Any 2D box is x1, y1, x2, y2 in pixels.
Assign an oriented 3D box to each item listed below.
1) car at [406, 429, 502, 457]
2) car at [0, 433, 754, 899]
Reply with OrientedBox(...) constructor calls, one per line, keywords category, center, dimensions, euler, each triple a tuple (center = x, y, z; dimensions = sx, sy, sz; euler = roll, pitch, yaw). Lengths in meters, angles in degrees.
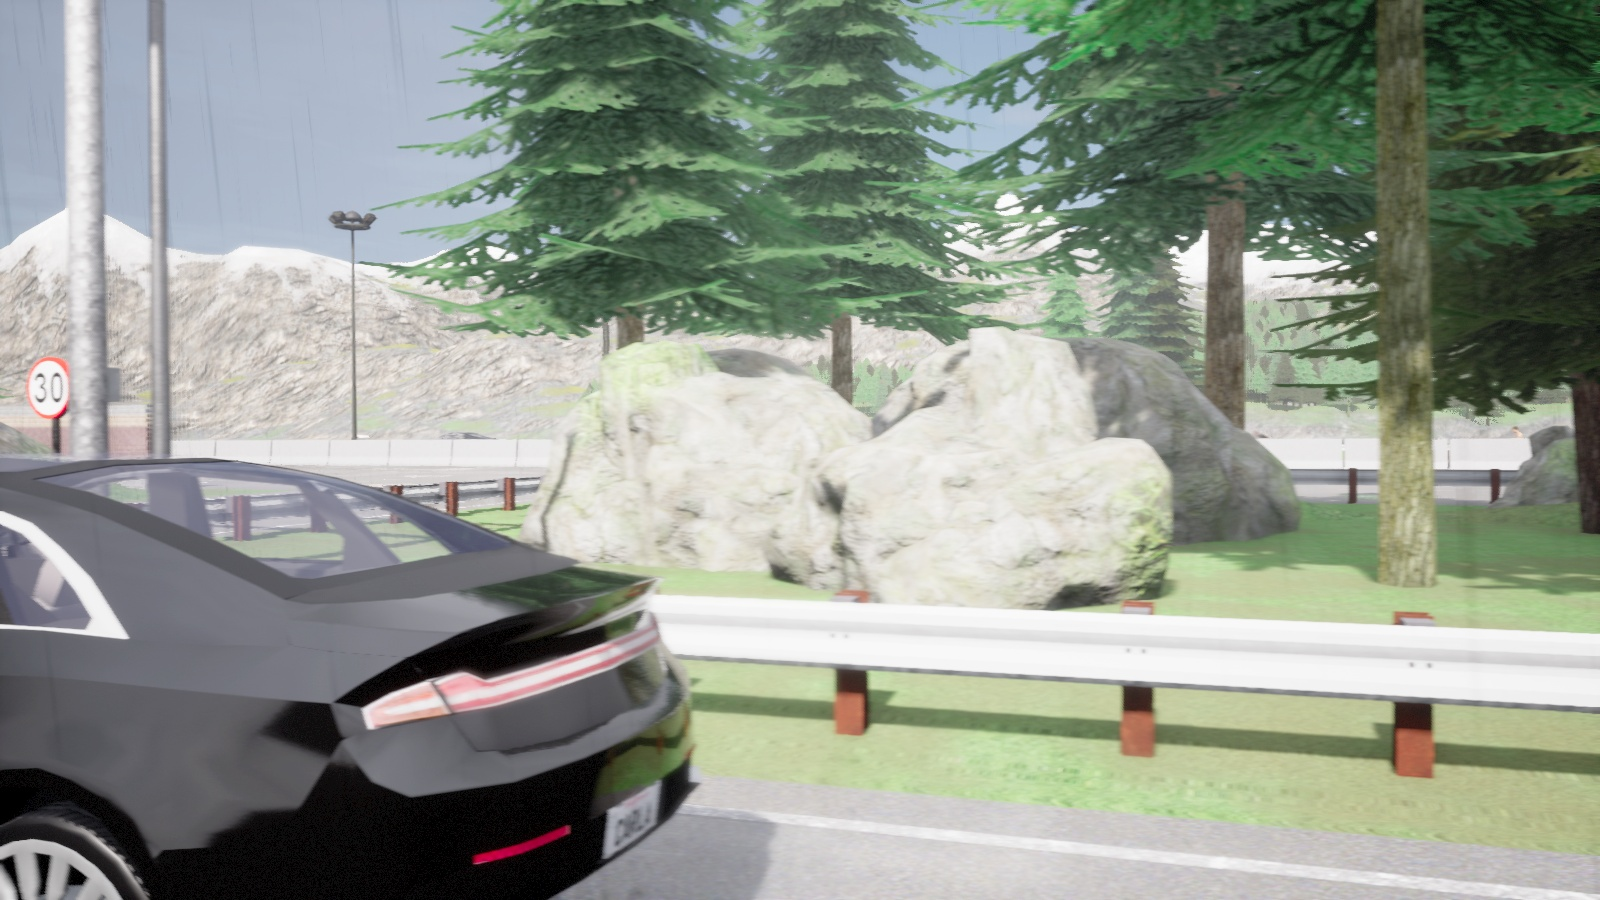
OrientedBox(category="car", center=(-19.577, -0.423, 71.039), dimensions=(4.902, 1.511, 2.128), euler=(1, 1, 18))
OrientedBox(category="car", center=(-2.825, 0.706, 4.147), dimensions=(4.902, 1.511, 2.128), euler=(1, 1, 19))
